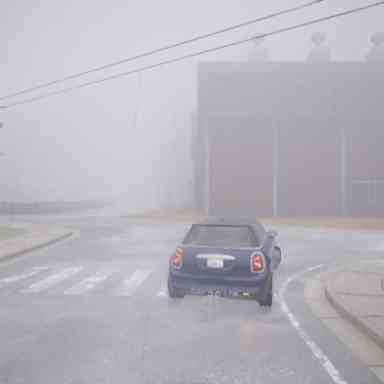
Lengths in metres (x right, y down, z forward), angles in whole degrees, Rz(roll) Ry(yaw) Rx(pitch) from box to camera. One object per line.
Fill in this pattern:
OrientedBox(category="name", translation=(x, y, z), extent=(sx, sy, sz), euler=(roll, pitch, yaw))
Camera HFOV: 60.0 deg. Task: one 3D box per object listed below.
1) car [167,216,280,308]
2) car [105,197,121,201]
OrientedBox(category="car", translation=(1.010, 1.362, 8.349), extent=(2.097, 1.767, 4.553), euler=(0, 0, 15))
OrientedBox(category="car", translation=(-20.136, 1.812, 84.526), extent=(1.895, 1.301, 4.718), euler=(0, 0, 24))
